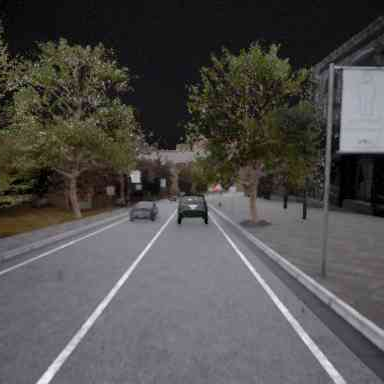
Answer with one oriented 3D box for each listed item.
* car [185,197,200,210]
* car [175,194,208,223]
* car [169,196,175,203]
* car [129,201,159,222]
[{"bbox_3d":[0.056,1.454,43.375,1.812,1.442,4.674,0,0,0],"label":"car"},{"bbox_3d":[0.066,1.179,25.151,2.150,2.045,5.566,0,0,0],"label":"car"},{"bbox_3d":[-3.487,1.438,67.363,1.994,1.385,4.181,0,0,1],"label":"car"},{"bbox_3d":[-3.632,1.464,25.853,1.837,1.490,4.892,0,0,0],"label":"car"}]
